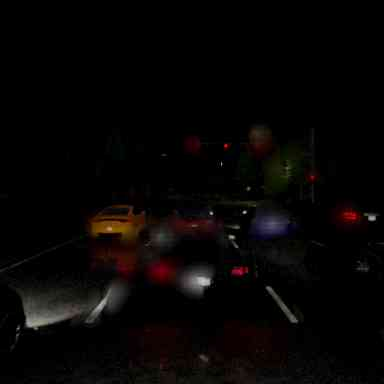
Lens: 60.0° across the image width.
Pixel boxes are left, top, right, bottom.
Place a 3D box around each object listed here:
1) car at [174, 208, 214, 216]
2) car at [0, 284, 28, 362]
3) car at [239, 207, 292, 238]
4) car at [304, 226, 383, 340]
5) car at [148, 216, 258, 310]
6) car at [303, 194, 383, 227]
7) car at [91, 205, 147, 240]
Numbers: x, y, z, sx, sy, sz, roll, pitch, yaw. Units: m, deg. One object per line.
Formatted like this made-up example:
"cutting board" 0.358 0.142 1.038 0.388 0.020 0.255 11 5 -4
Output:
"car" 0.098 1.442 16.162 1.994 1.385 4.181 0 0 0
"car" -3.408 1.539 3.172 1.994 1.385 4.181 0 0 1
"car" 3.598 1.436 16.868 1.994 1.385 4.181 0 0 0
"car" 3.599 1.556 5.833 1.895 1.301 4.718 0 0 0
"car" 0.113 1.505 7.758 1.994 1.385 4.181 0 0 -1
"car" 7.098 1.103 15.792 2.150 2.045 5.566 0 1 0
"car" -3.402 1.355 16.226 1.882 1.535 5.008 0 0 0
